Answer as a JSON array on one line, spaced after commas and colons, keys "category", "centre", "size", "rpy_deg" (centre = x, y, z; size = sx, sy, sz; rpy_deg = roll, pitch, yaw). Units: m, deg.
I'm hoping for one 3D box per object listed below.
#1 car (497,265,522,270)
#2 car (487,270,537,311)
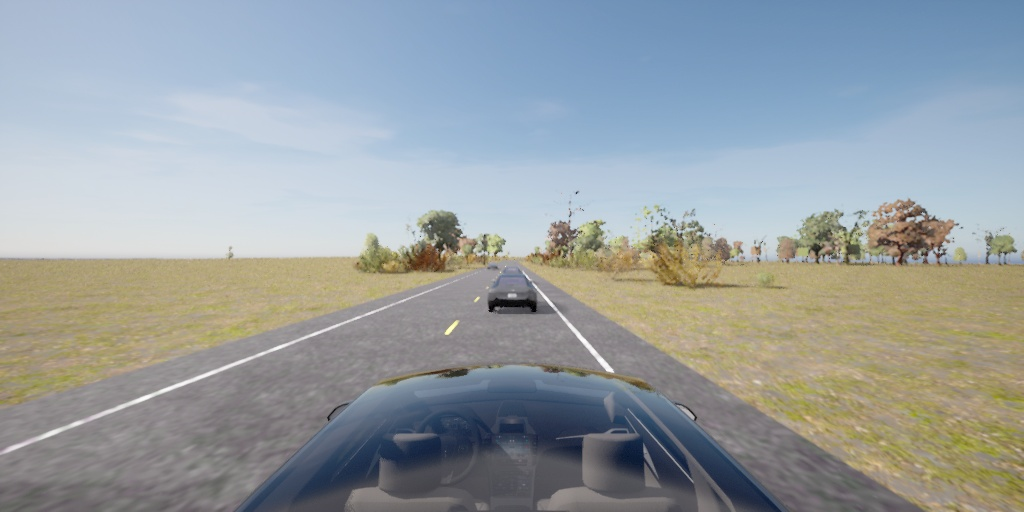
[{"category": "car", "centre": [0.015, 1.603, 30.329], "size": [1.994, 1.385, 4.181], "rpy_deg": [0, 0, 1]}, {"category": "car", "centre": [0.022, 1.456, 15.333], "size": [1.994, 1.385, 4.181], "rpy_deg": [0, -1, 0]}]
